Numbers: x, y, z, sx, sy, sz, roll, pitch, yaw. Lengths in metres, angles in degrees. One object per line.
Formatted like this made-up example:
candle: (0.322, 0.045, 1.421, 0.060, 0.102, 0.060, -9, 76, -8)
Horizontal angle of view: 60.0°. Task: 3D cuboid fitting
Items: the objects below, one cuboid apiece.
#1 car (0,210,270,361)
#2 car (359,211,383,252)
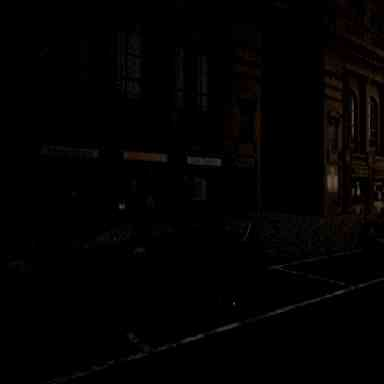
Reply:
car: (-0.731, 1.314, 6.118, 5.009, 1.841, 2.192, 0, 0, -35)
car: (8.404, 1.313, 12.605, 5.009, 1.841, 2.192, 0, 0, -35)
